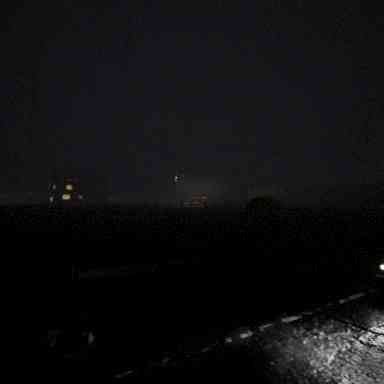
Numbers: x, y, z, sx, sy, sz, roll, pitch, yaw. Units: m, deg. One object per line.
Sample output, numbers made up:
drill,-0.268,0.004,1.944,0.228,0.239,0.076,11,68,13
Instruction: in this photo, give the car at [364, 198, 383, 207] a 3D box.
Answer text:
car,29.990,1.748,52.768,1.837,1.490,4.892,0,2,-35

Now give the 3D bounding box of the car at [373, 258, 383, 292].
car,6.015,1.599,7.357,4.718,1.301,1.895,0,0,-35
